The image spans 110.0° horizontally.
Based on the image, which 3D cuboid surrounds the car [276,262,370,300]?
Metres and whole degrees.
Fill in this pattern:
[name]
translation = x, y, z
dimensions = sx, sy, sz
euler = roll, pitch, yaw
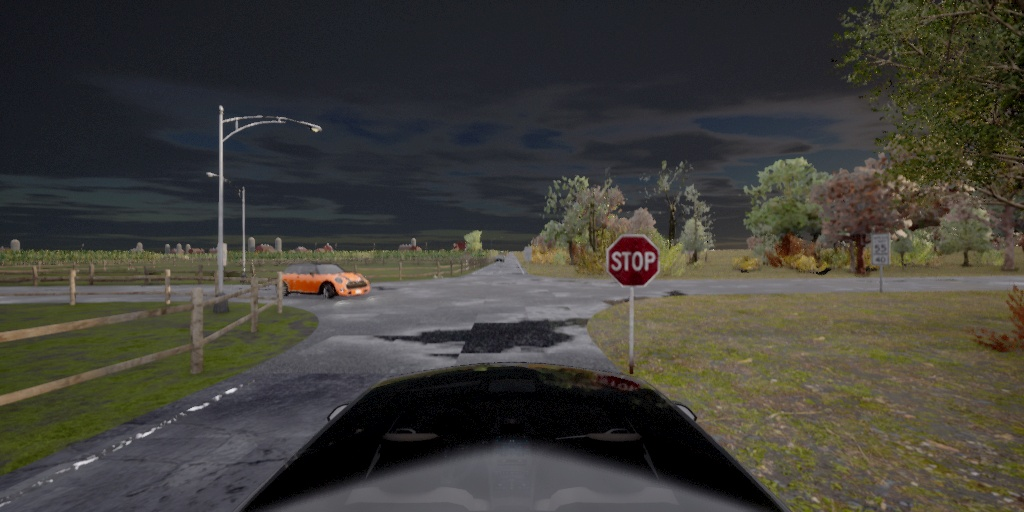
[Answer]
[car]
translation = -9.347, 1.117, 17.795
dimensions = 4.553, 1.767, 2.097
euler = 0, 1, 22
